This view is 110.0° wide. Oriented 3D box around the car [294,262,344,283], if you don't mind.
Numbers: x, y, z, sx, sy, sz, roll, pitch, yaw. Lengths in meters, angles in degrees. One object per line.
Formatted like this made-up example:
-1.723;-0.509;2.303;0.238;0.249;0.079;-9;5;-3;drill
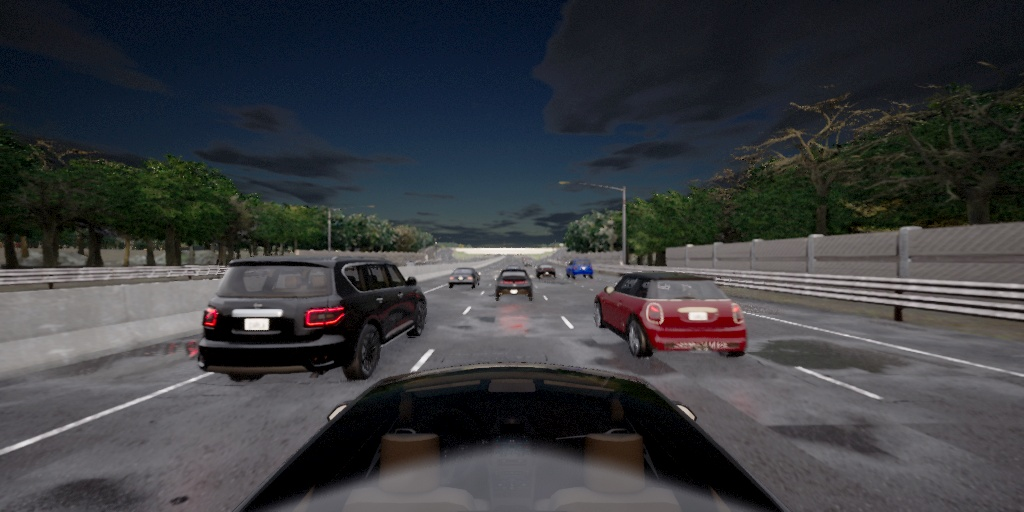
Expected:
-17.560;1.432;32.942;2.097;1.767;4.553;0;-1;0;car

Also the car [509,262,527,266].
0.152;1.669;36.932;2.033;1.411;5.357;0;-1;0;car

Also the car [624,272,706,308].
7.094;1.517;17.245;1.895;1.301;4.718;0;-1;0;car

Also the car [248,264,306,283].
-21.063;1.552;32.425;1.882;1.535;5.008;0;-1;0;car

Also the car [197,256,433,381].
-3.405;1.032;7.460;2.150;2.045;5.566;0;-1;0;car

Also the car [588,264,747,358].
3.493;1.177;8.863;2.097;1.767;4.553;0;-1;0;car

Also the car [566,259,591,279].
7.160;1.359;38.295;2.150;2.045;5.566;0;0;0;car

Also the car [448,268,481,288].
-3.394;1.558;26.174;2.033;1.411;5.357;0;-1;0;car

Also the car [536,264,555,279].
3.562;1.619;38.822;1.882;1.535;5.008;0;-1;0;car

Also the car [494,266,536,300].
0.097;1.441;19.213;1.837;1.490;4.892;0;-1;0;car
